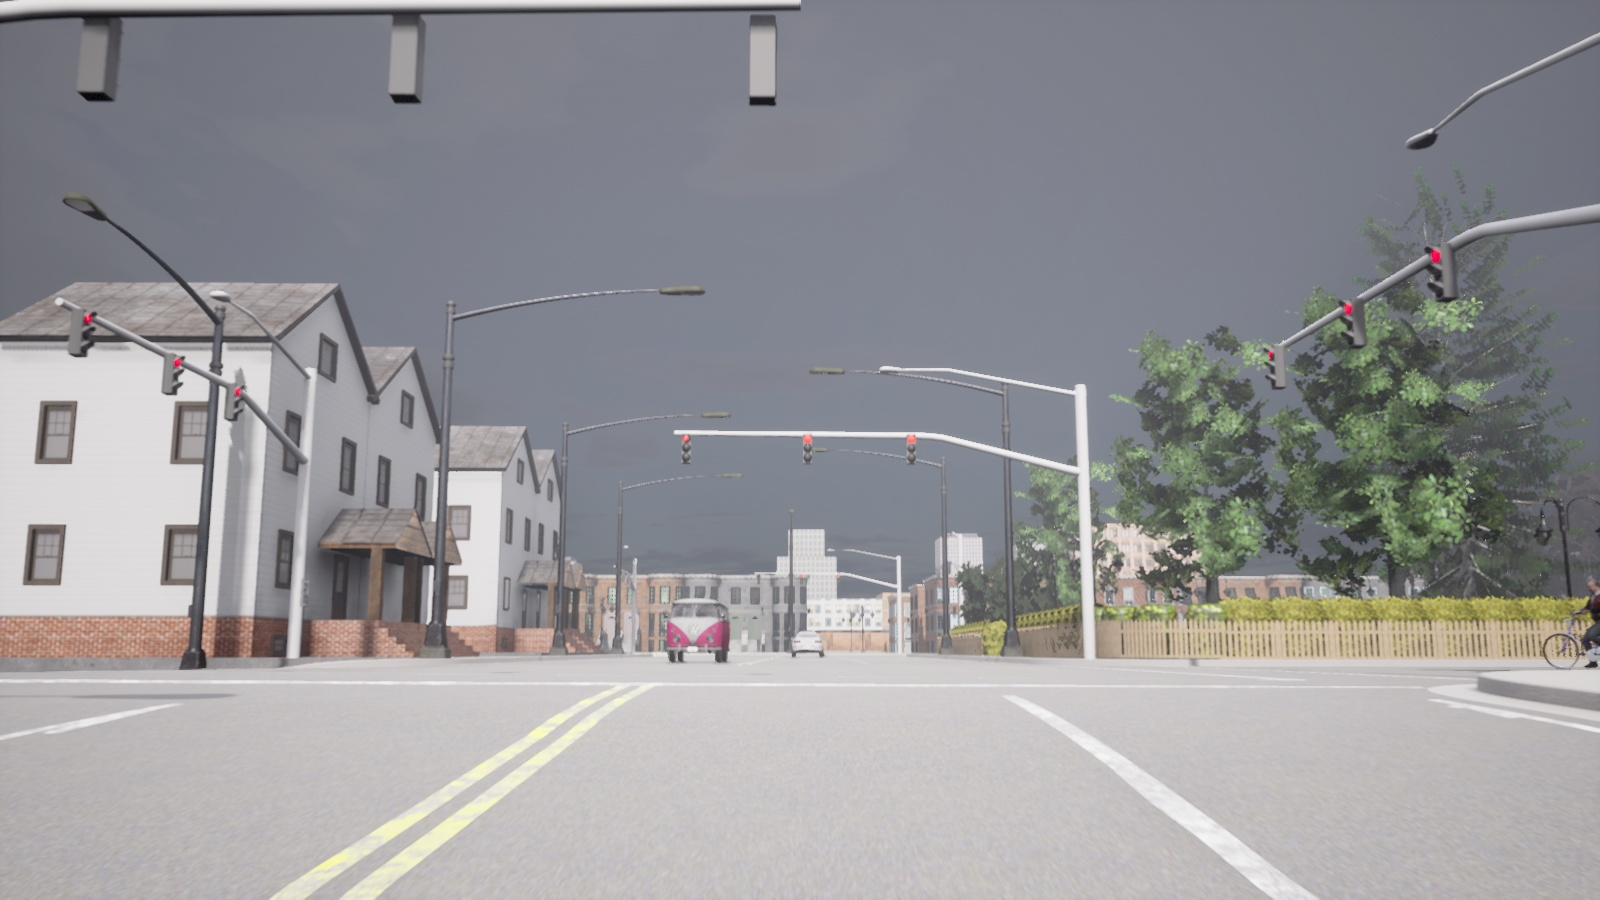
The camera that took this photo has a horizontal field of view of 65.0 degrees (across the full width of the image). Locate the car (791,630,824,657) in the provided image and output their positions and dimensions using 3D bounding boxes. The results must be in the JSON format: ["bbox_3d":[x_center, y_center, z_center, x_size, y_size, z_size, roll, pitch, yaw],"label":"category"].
[{"bbox_3d":[0.424,11.156,72.367,1.812,1.442,4.674,0,-9,0],"label":"car"}]

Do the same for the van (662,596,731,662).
[{"bbox_3d":[-3.257,5.782,40.299,1.775,1.987,4.442,0,-9,0],"label":"van"}]

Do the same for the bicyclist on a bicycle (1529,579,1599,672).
[{"bbox_3d":[15.481,3.446,24.631,1.843,1.776,0.659,0,-9,1],"label":"bicyclist on a bicycle"}]
